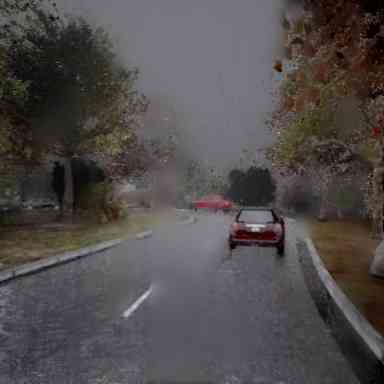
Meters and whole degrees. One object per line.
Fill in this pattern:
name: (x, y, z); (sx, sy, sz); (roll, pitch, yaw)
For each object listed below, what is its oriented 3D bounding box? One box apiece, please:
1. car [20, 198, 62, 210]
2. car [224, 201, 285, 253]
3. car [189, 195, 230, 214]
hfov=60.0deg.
car: (-17.340, 1.428, 38.853); (4.902, 1.511, 2.128); (1, -1, -21)
car: (2.872, 1.391, 14.266); (2.097, 1.767, 4.553); (0, 0, 15)
car: (2.018, 1.366, 37.978); (2.150, 2.045, 5.566); (2, -1, -41)
